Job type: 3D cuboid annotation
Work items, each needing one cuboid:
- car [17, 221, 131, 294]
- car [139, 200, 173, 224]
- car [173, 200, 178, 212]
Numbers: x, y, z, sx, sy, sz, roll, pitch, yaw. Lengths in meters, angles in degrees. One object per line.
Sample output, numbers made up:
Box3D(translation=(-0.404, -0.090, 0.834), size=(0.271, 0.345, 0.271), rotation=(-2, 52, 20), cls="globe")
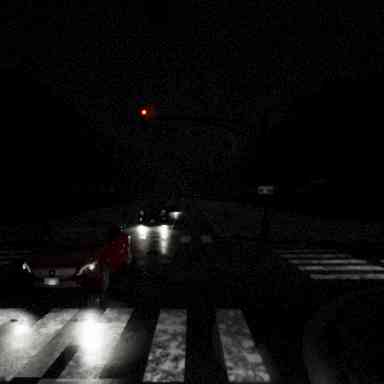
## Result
Box3D(translation=(-2.854, 1.578, 9.089), size=(1.812, 1.442, 4.674), rotation=(0, 0, 0), cls="car")
Box3D(translation=(-2.854, 1.507, 26.053), size=(2.097, 1.767, 4.553), rotation=(0, 0, 0), cls="car")
Box3D(translation=(-2.844, 1.740, 43.656), size=(1.882, 1.535, 5.008), rotation=(0, 0, 0), cls="car")
